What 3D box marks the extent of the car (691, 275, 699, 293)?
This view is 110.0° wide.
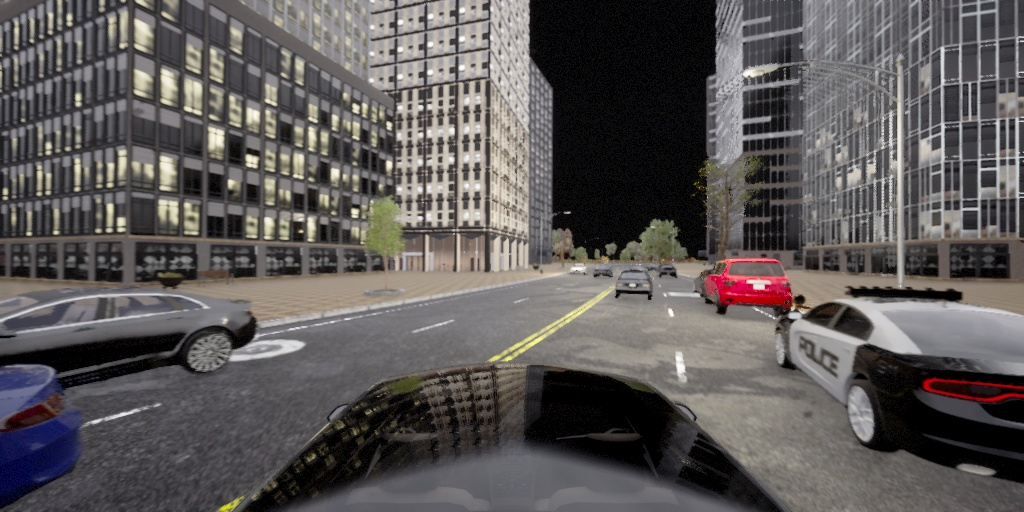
[{"bbox_3d":[11.257,1.467,19.872,1.837,1.490,4.892,0,-1,21],"label":"car"}]

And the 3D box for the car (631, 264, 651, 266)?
[{"bbox_3d":[13.077,1.668,37.538,2.033,1.411,5.357,0,0,18],"label":"car"}]

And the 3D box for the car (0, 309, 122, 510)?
[{"bbox_3d":[-4.840,1.243,1.023,1.812,1.442,4.674,0,0,24],"label":"car"}]

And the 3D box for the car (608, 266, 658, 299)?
[{"bbox_3d":[6.715,1.482,19.648,2.033,1.411,5.357,0,0,21],"label":"car"}]

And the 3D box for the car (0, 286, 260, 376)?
[{"bbox_3d":[-6.525,1.233,5.199,2.128,1.511,4.902,0,0,24],"label":"car"}]

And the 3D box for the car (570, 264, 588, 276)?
[{"bbox_3d":[8.385,1.683,44.869,1.812,1.442,4.674,0,-1,17],"label":"car"}]

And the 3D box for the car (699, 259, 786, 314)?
[{"bbox_3d":[9.061,1.128,14.223,2.150,2.045,5.566,0,-1,22],"label":"car"}]

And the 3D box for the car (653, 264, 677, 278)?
[{"bbox_3d":[17.462,1.678,40.623,1.837,1.490,4.892,0,0,18],"label":"car"}]

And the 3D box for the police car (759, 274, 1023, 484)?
[{"bbox_3d":[5.208,1.231,4.907,1.930,1.638,5.238,0,-1,23],"label":"police car"}]

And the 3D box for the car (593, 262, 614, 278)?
[{"bbox_3d":[9.922,1.662,38.936,2.033,1.411,5.357,0,0,18],"label":"car"}]
